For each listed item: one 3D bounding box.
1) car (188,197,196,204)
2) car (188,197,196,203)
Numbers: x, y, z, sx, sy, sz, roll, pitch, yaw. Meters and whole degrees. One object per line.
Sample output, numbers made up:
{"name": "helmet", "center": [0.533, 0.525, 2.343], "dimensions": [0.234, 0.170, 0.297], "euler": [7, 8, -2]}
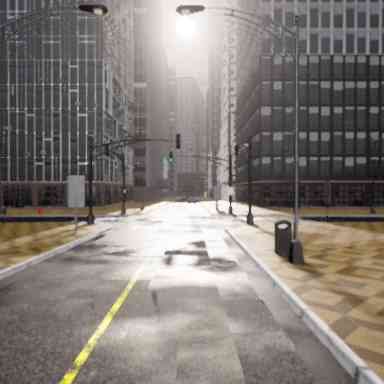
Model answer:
{"name": "car", "center": [0.000, 1.894, 72.212], "dimensions": [1.895, 1.301, 4.718], "euler": [0, 0, 0]}
{"name": "car", "center": [0.001, 1.859, 82.200], "dimensions": [1.812, 1.442, 4.674], "euler": [0, 0, 0]}
